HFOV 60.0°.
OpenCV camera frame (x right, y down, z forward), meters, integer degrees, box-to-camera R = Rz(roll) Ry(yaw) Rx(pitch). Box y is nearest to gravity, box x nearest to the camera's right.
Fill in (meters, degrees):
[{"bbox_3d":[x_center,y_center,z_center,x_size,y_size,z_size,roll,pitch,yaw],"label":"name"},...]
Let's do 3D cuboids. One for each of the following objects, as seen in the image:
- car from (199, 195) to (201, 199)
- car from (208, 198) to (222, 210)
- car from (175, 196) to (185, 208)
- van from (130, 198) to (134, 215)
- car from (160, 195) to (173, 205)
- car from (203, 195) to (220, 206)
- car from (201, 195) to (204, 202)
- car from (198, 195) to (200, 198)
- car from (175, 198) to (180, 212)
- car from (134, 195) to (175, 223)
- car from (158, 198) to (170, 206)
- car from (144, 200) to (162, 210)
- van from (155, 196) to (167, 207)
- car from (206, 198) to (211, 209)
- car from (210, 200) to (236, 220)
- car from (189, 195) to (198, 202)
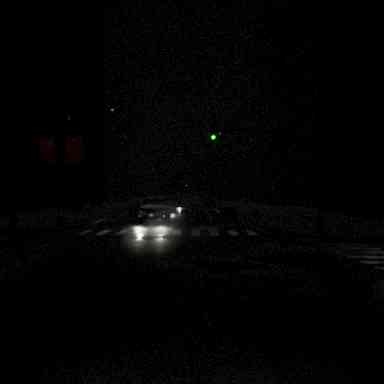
[{"bbox_3d":[3.491,1.875,85.021,1.967,1.590,4.097,0,0,1],"label":"car"},{"bbox_3d":[3.021,1.706,35.576,1.752,1.417,4.829,0,0,1],"label":"car"},{"bbox_3d":[-2.609,1.774,53.980,1.837,1.490,4.892,0,0,1],"label":"car"},{"bbox_3d":[-5.505,1.513,35.486,1.690,1.788,3.998,0,0,1],"label":"van"},{"bbox_3d":[-5.191,1.656,68.560,2.192,1.841,5.009,0,0,1],"label":"car"},{"bbox_3d":[3.125,1.551,46.432,2.192,1.841,5.009,0,0,1],"label":"car"},{"bbox_3d":[3.334,1.789,68.483,1.967,1.590,4.097,0,0,1],"label":"car"},{"bbox_3d":[3.544,1.780,90.535,2.192,1.841,5.009,0,0,1],"label":"car"},{"bbox_3d":[-2.801,1.739,38.825,2.033,1.411,5.357,0,0,0],"label":"car"},{"bbox_3d":[-2.922,1.354,27.088,2.150,2.045,5.566,0,0,1],"label":"car"},{"bbox_3d":[-5.244,1.858,63.046,1.887,1.381,4.507,0,0,1],"label":"car"},{"bbox_3d":[-5.401,1.794,46.509,1.947,1.339,4.313,0,0,1],"label":"car"},{"bbox_3d":[-5.296,1.626,57.535,1.690,1.788,3.998,0,0,1],"label":"van"},{"bbox_3d":[3.071,1.759,40.918,2.008,1.369,4.403,0,0,1],"label":"car"},{"bbox_3d":[2.967,1.703,29.893,2.008,1.369,4.403,0,0,1],"label":"car"},{"bbox_3d":[0.794,2.060,91.994,1.895,1.301,4.718,0,0,1],"label":"car"}]
